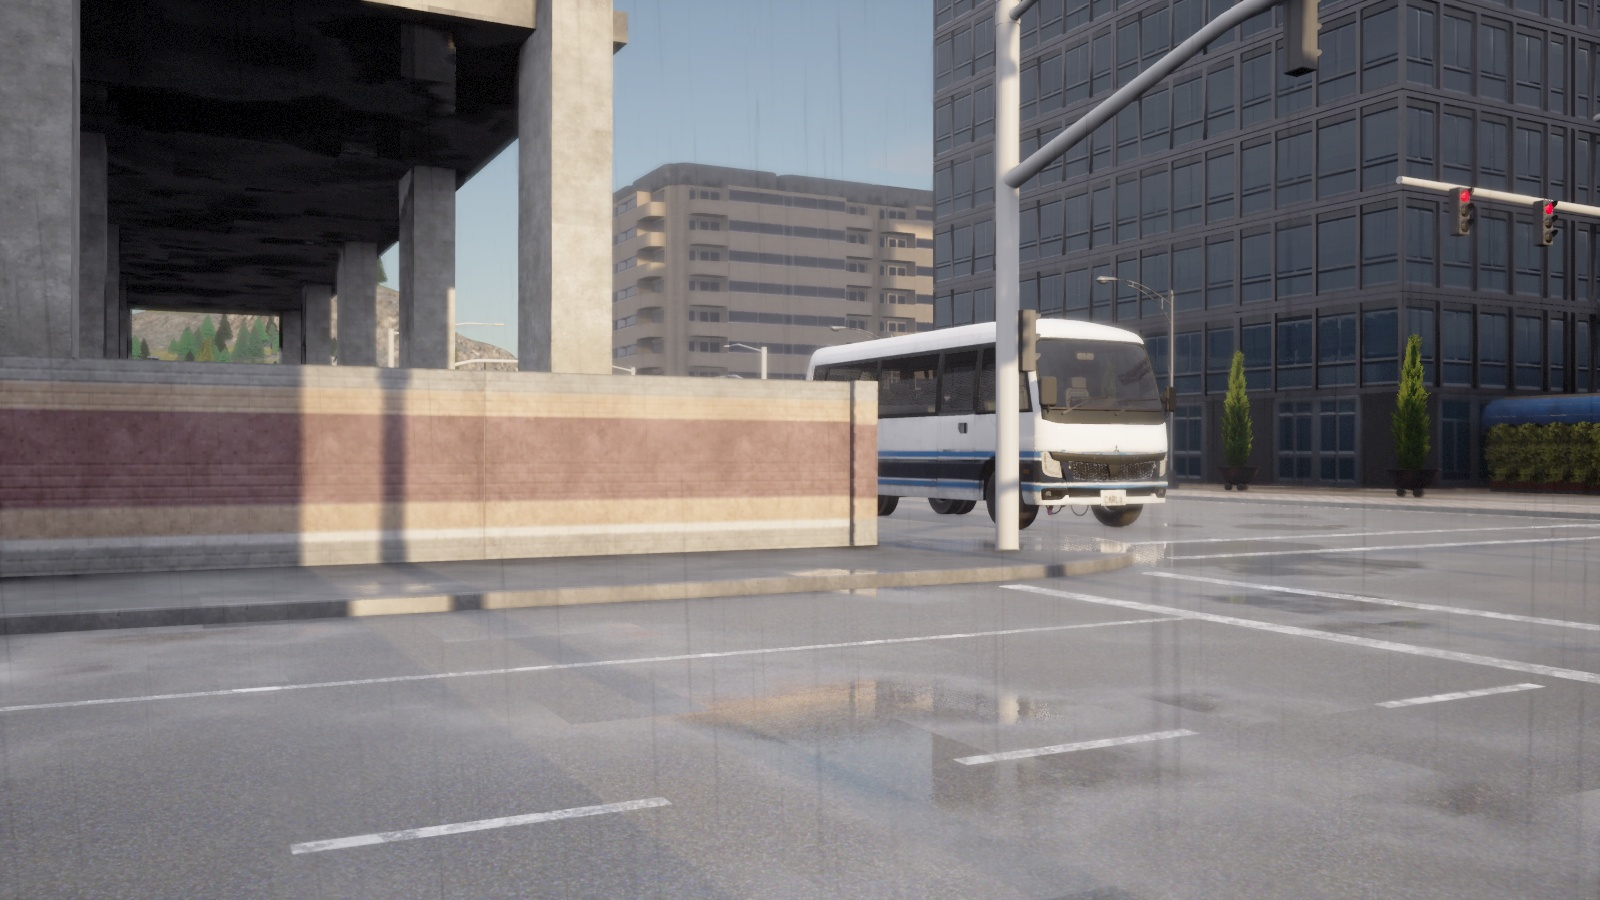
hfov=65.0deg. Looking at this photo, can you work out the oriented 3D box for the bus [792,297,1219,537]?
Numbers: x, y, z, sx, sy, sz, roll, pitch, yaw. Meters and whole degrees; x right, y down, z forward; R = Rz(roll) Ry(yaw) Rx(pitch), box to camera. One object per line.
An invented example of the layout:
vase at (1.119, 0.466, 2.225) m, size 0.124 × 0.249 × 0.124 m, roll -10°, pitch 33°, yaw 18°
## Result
bus at (3.924, -0.572, 27.768) m, size 3.944 × 4.253 × 10.273 m, roll 0°, pitch 0°, yaw -27°
